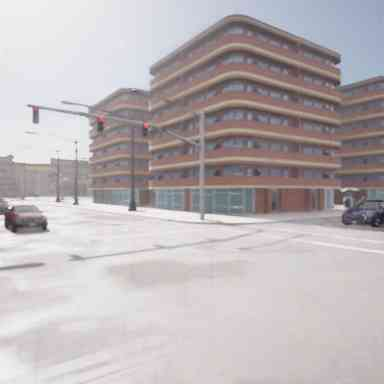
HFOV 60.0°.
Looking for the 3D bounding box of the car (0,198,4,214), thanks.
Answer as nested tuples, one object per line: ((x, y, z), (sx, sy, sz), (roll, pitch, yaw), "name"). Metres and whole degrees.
((-19.623, 1.347, 33.239), (2.097, 1.767, 4.553), (0, 0, -36), "car")

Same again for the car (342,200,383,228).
((12.039, 1.331, 22.246), (4.553, 1.767, 2.097), (0, 0, -35), "car")

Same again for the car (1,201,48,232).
((-10.178, 1.523, 20.283), (1.812, 1.442, 4.674), (0, 0, -36), "car")
